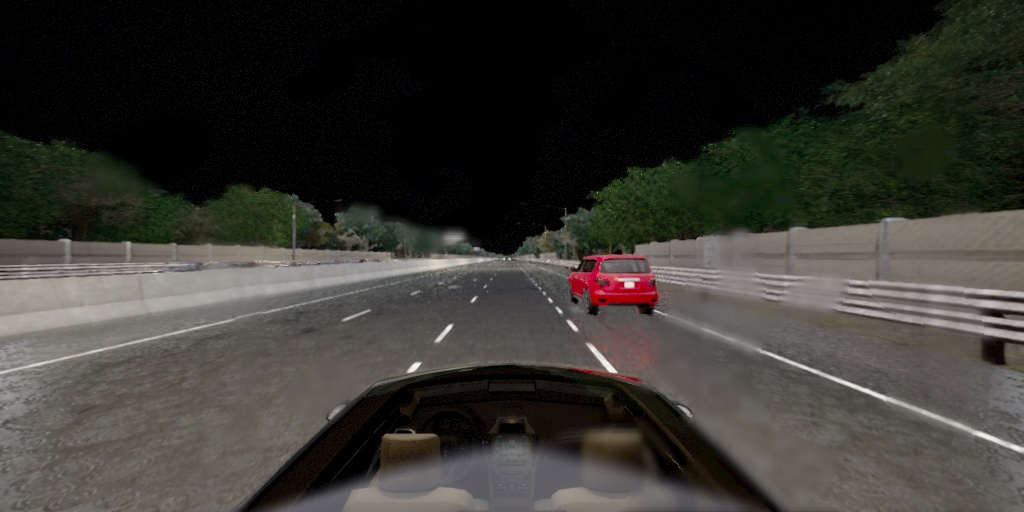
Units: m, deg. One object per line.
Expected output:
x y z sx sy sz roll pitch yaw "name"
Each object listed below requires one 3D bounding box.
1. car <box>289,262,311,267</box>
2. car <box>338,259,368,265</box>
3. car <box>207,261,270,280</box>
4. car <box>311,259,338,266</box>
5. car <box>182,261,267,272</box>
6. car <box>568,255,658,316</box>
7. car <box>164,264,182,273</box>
-28.130 1.449 48.796 1.895 1.301 4.718 0 0 0 "car"
-21.134 1.147 48.641 2.097 1.767 4.553 0 0 0 "car"
-24.619 1.253 32.555 1.882 1.535 5.008 0 0 0 "car"
-24.631 1.142 48.948 2.033 1.411 5.357 0 0 0 "car"
-21.115 1.262 26.744 2.128 1.511 4.902 0 0 0 "car"
3.569 0.983 13.656 2.150 2.045 5.566 0 0 -1 "car"
-28.111 1.266 31.818 2.128 1.511 4.902 0 0 0 "car"
